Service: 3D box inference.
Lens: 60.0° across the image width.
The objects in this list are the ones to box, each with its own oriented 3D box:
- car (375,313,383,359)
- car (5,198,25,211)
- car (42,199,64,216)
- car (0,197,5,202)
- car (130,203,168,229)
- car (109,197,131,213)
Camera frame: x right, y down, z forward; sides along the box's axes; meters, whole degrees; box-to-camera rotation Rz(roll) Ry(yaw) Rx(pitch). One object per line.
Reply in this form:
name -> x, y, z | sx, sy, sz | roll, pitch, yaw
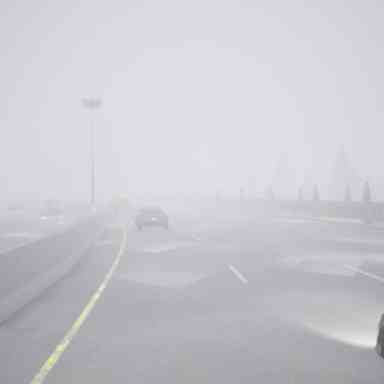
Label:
car -> 3.370, 1.551, 2.556 | 1.994, 1.385, 4.181 | 0, 0, -2
car -> -24.439, 1.781, 46.249 | 1.882, 1.535, 5.008 | 0, 0, -32
car -> -14.785, 1.534, 35.383 | 2.097, 1.767, 4.553 | 0, 0, -24
car -> -39.241, 1.837, 68.875 | 4.674, 1.442, 1.812 | -1, 0, 40
car -> -2.791, 1.617, 21.999 | 1.994, 1.385, 4.181 | 0, 0, -13
car -> -8.294, 1.486, 38.425 | 2.097, 1.767, 4.553 | 0, 0, -23
